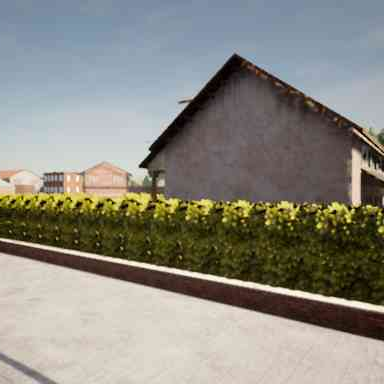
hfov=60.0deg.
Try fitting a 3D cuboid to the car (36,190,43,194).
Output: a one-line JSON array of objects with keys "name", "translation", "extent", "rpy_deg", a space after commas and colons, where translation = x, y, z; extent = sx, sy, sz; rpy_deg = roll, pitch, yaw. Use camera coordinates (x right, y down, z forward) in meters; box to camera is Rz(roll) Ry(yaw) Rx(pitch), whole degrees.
[{"name": "car", "translation": [-31.423, 0.499, 68.486], "extent": [3.866, 1.878, 1.905], "rpy_deg": [1, 0, 35]}]
